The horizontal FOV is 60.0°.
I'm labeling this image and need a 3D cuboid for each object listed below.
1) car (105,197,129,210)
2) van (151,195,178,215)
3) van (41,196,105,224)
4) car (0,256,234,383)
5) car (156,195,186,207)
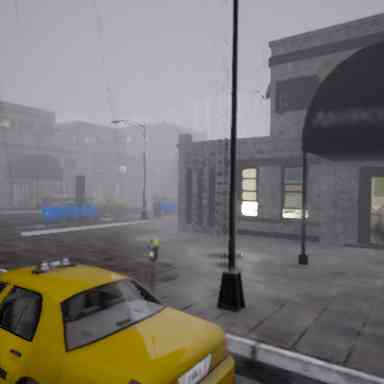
[{"bbox_3d":[-9.192,1.253,36.993,1.752,1.417,4.829,1,0,34],"label":"car"},{"bbox_3d":[-2.187,1.218,32.389,1.690,1.788,3.998,1,0,34],"label":"van"},{"bbox_3d":[-8.419,1.191,23.272,1.690,1.788,3.998,1,0,34],"label":"van"},{"bbox_3d":[-1.870,1.484,4.145,4.829,1.417,1.752,1,1,35],"label":"car"},{"bbox_3d":[-2.862,1.198,46.251,1.967,1.590,4.097,1,0,34],"label":"car"}]
